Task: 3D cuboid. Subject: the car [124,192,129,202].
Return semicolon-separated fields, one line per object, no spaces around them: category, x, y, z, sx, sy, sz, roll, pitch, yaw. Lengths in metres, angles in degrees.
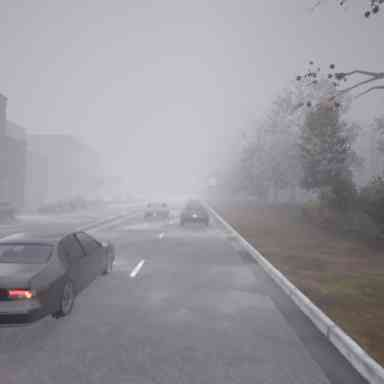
car;-14.941;1.361;68.781;1.946;1.575;5.366;0;0;0

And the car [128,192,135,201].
car;-14.945;1.110;74.463;2.435;2.045;5.566;0;0;0

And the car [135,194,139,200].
car;-14.951;1.360;80.147;2.231;1.521;4.892;0;0;0

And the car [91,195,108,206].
car;-14.985;1.374;50.859;2.231;1.521;4.892;0;0;1

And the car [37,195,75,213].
car;-14.919;1.382;35.948;2.231;1.521;4.892;0;0;0

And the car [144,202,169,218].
car;-3.044;1.576;29.737;1.895;1.301;4.718;0;0;0

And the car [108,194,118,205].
car;-14.934;1.367;57.731;1.946;1.575;5.366;0;0;0

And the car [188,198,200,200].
car;0.253;1.462;42.130;2.128;1.511;4.902;0;0;0

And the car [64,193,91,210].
car;-14.923;1.127;41.438;2.435;2.045;5.566;0;0;0

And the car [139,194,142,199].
car;-14.952;1.357;85.674;2.231;1.521;4.892;0;0;0

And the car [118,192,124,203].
car;-14.938;1.241;63.473;2.185;1.767;4.553;0;0;0

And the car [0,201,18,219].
car;-14.916;1.416;24.860;2.163;1.488;4.792;0;0;0

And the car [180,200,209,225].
car;0.186;1.547;23.982;1.994;1.385;4.181;0;0;0

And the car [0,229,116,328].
car;-3.131;1.538;7.342;2.033;1.411;5.357;0;0;0
